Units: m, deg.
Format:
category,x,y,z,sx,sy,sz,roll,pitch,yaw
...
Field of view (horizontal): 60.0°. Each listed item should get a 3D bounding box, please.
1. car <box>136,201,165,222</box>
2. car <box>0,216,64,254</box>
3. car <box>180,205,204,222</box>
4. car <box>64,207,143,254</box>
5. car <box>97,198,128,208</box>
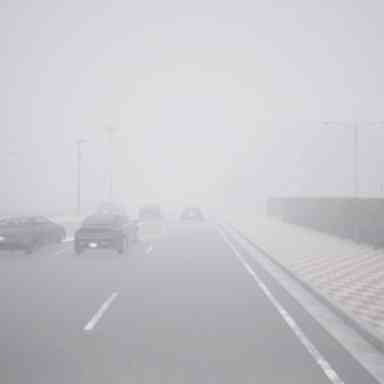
category,x,y,z,sx,sy,sz,roll,pitch,yaw
car,-3.521,1.749,29.460,1.882,1.535,5.008,0,0,0
car,-6.998,1.695,14.182,1.994,1.385,4.181,0,0,0
car,-0.008,1.835,29.328,1.994,1.385,4.181,0,0,0
car,-3.499,1.639,14.218,1.837,1.490,4.892,0,0,0
car,-7.017,1.617,29.032,2.097,1.767,4.553,0,-1,0
